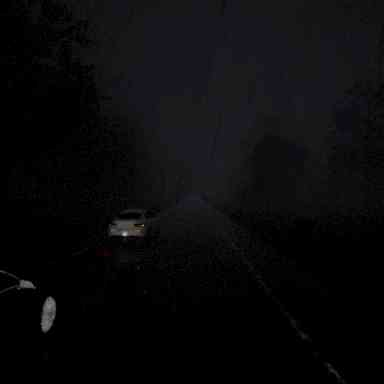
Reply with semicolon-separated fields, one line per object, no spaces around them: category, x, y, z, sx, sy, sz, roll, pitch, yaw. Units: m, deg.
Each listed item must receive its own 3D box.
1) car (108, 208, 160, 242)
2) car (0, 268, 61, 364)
car;-2.716;1.519;16.205;1.812;1.442;4.674;0;0;2
car;-3.158;1.502;3.692;1.837;1.490;4.892;0;0;2
